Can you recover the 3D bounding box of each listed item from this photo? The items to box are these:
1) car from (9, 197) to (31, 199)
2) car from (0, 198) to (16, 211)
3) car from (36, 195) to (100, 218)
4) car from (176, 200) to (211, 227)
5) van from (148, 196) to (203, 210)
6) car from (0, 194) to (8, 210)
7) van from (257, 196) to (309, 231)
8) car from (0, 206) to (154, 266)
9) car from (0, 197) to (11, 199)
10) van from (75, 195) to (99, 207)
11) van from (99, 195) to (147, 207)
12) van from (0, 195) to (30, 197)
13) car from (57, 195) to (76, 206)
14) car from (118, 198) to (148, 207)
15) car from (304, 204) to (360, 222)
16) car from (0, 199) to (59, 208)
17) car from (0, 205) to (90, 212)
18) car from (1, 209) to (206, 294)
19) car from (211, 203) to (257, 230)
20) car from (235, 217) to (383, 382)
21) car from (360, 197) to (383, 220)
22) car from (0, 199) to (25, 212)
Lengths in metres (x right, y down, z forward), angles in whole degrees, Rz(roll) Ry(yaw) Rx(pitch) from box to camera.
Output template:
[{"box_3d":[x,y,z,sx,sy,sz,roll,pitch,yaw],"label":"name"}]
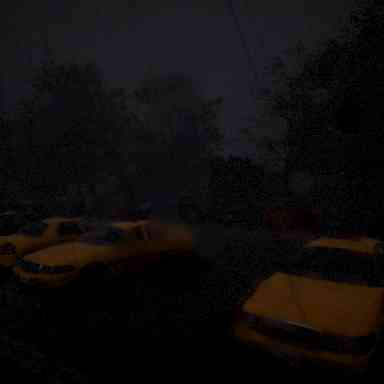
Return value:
[{"box_3d":[-16.589,1.563,36.085,2.097,1.535,5.008,0,0,36],"label":"car"},{"box_3d":[-25.585,1.604,42.554,2.097,1.535,5.008,0,0,36],"label":"car"},{"box_3d":[-12.103,1.291,32.833,2.435,2.045,5.566,0,0,36],"label":"car"},{"box_3d":[1.423,1.518,23.178,2.163,1.488,4.792,0,0,36],"label":"car"},{"box_3d":[-0.892,1.267,24.673,1.878,1.987,4.442,0,0,35],"label":"van"},{"box_3d":[-27.950,1.364,44.226,2.435,2.045,5.566,0,0,36],"label":"car"},{"box_3d":[5.868,1.272,20.090,1.878,1.987,4.442,0,0,36],"label":"van"},{"box_3d":[-3.916,1.490,11.099,1.946,1.575,5.366,0,0,36],"label":"car"},{"box_3d":[-18.934,1.614,37.782,2.002,1.452,4.674,0,0,36],"label":"car"},{"box_3d":[-7.657,1.295,29.527,1.878,1.987,4.442,0,0,36],"label":"van"},{"box_3d":[-5.272,1.285,28.099,1.878,1.987,4.442,0,0,36],"label":"van"},{"box_3d":[-21.118,1.358,39.492,1.878,1.987,4.442,0,0,36],"label":"van"},{"box_3d":[-9.854,1.280,31.215,2.435,2.045,5.566,0,0,36],"label":"car"},{"box_3d":[-3.087,1.500,26.391,2.097,1.535,5.008,0,0,36],"label":"car"},{"box_3d":[8.132,1.539,18.283,2.163,1.488,4.792,0,0,36],"label":"car"},{"box_3d":[-8.510,1.370,14.212,2.185,1.767,4.553,0,0,36],"label":"car"},{"box_3d":[-6.275,1.493,12.559,2.231,1.521,4.892,0,0,36],"label":"car"},{"box_3d":[-1.979,1.498,9.249,1.946,1.575,5.366,0,0,36],"label":"car"},{"box_3d":[3.566,1.520,21.637,2.163,1.488,4.792,0,0,36],"label":"car"},{"box_3d":[2.628,1.523,5.937,1.946,1.575,5.366,0,0,36],"label":"car"},{"box_3d":[10.415,1.272,16.712,2.435,2.045,5.566,0,0,36],"label":"car"},{"box_3d":[-23.333,1.634,40.939,2.002,1.452,4.674,0,0,36],"label":"car"}]
